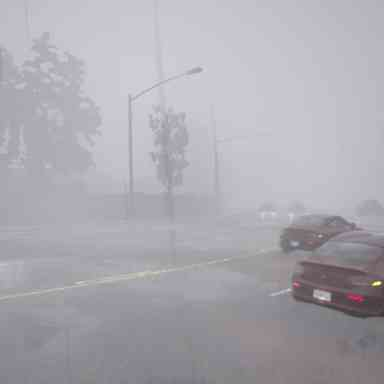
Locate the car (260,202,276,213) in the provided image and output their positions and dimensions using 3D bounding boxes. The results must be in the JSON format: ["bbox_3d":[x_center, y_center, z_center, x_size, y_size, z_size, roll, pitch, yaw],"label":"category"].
[{"bbox_3d":[9.911,1.969,43.358,1.994,1.385,4.181,-1,-1,13],"label":"car"}]

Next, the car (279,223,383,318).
[{"bbox_3d":[3.901,1.550,7.007,4.674,1.442,1.812,0,0,-41],"label":"car"}]

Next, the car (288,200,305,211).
[{"bbox_3d":[13.338,1.835,42.645,1.882,1.535,5.008,-1,-1,13],"label":"car"}]

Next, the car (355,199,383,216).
[{"bbox_3d":[18.655,1.560,35.200,2.097,1.767,4.553,-1,-1,19],"label":"car"}]

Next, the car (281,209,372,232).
[{"bbox_3d":[5.107,1.584,12.873,1.812,1.442,4.674,0,0,45],"label":"car"}]
